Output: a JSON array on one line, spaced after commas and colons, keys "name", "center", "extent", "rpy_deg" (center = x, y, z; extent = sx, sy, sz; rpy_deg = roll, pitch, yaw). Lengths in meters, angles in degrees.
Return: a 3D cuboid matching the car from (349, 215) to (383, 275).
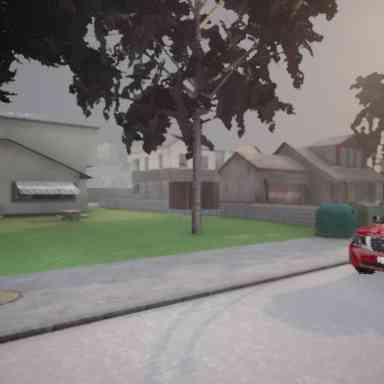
[{"name": "car", "center": [6.799, 1.265, 9.516], "extent": [5.566, 2.045, 2.150], "rpy_deg": [0, 0, -36]}]
